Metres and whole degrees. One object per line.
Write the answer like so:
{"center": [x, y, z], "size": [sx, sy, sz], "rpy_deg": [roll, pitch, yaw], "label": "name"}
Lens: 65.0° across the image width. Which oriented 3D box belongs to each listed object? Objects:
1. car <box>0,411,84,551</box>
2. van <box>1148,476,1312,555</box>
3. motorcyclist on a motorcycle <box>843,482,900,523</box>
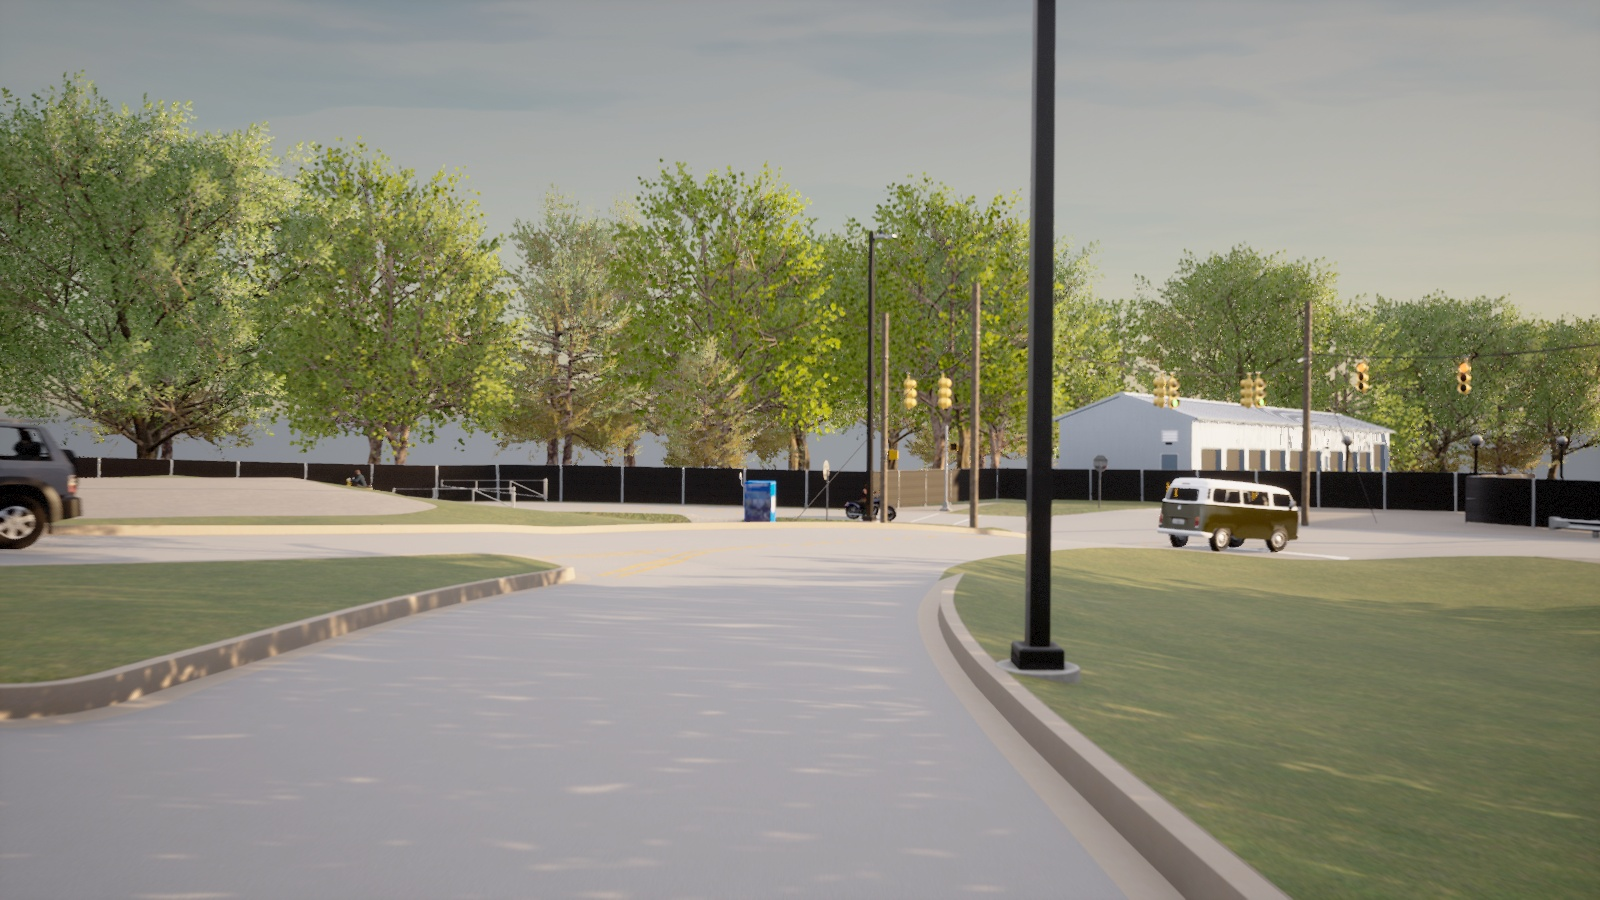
{"center": [-12.286, 0.338, 16.486], "size": [4.605, 1.855, 1.932], "rpy_deg": [3, -1, -44], "label": "car"}
{"center": [12.704, 1.927, 37.027], "size": [4.480, 2.038, 2.069], "rpy_deg": [4, -1, -31], "label": "van"}
{"center": [3.109, 2.263, 54.797], "size": [2.350, 1.649, 0.766], "rpy_deg": [2, 2, 20], "label": "motorcyclist on a motorcycle"}
